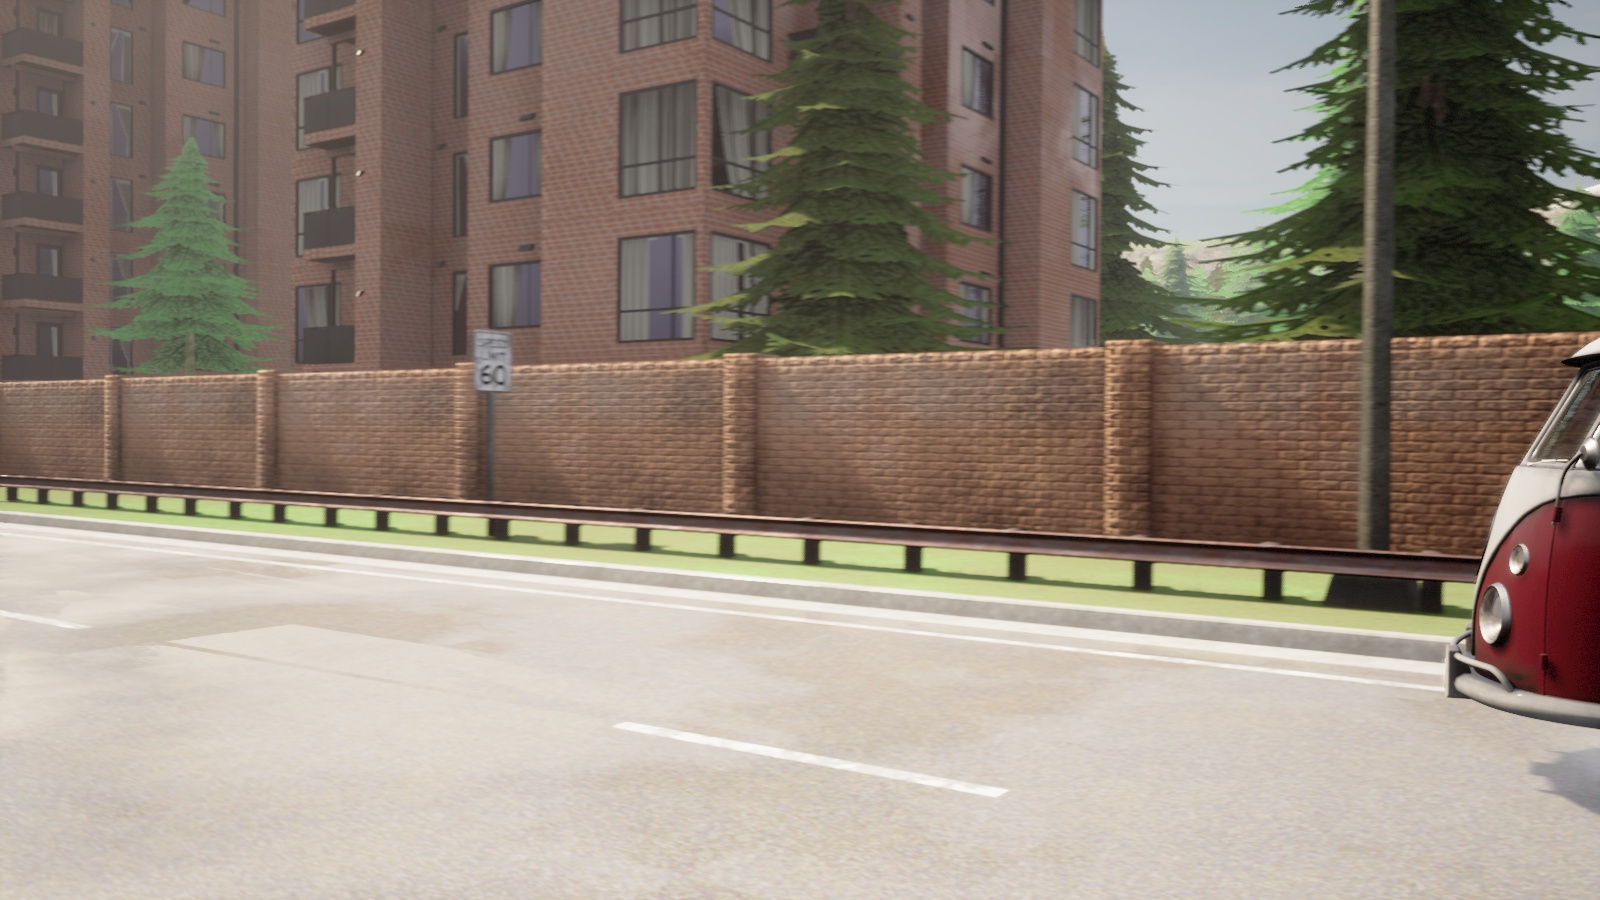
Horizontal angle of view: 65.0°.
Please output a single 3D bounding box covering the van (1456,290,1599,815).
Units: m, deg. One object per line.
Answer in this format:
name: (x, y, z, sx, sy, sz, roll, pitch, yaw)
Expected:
van: (4.963, 0.377, 4.523, 4.442, 1.987, 1.775, 0, 1, 34)
